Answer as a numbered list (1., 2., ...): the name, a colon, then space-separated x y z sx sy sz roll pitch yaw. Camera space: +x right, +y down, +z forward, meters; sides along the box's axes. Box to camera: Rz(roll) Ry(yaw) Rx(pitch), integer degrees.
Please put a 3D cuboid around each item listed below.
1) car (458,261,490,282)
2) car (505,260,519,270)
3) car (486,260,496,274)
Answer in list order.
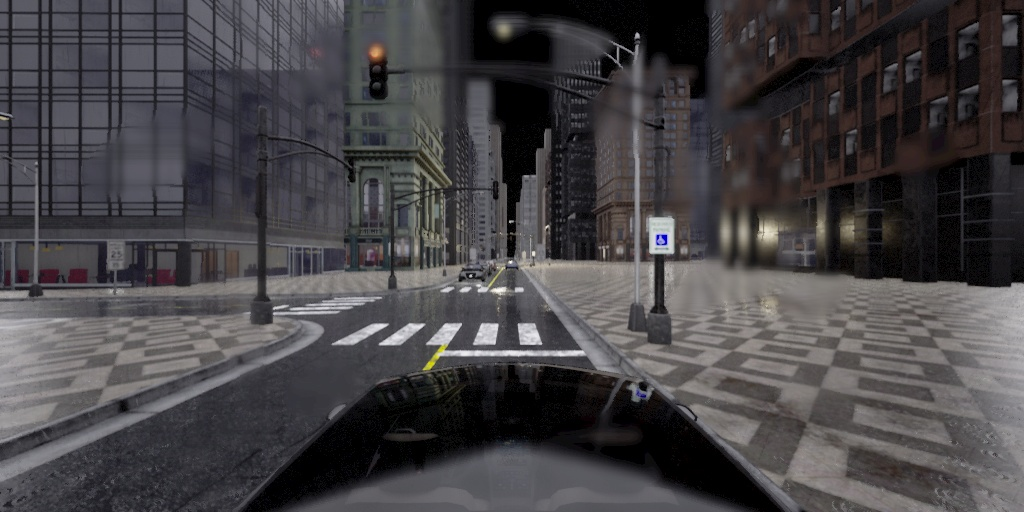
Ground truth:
1. car: -3.109 1.326 28.945 1.994 1.385 4.181 0 0 0
2. car: -0.010 1.349 53.357 1.994 1.385 4.181 0 0 0
3. car: -3.102 1.260 37.916 2.128 1.511 4.902 0 0 0
